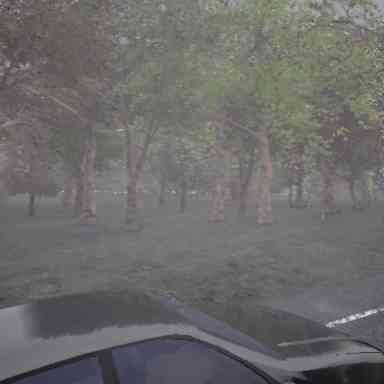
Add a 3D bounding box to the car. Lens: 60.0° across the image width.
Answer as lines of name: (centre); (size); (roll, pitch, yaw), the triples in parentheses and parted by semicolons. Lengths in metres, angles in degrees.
car: (-0.681, 1.551, 2.469); (5.357, 1.411, 2.033); (0, 0, -33)
